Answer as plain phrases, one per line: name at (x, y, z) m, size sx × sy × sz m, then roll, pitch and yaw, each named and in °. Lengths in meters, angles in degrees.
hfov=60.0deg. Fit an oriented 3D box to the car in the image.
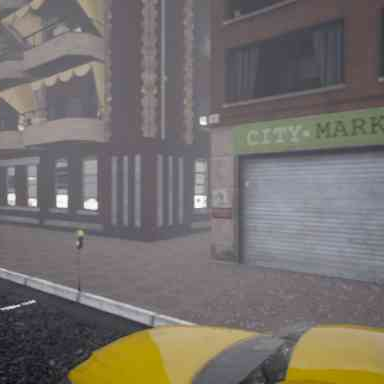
car at (1.049, 1.524, 2.127) m, size 4.829 × 1.417 × 1.752 m, roll 0°, pitch 0°, yaw 35°
